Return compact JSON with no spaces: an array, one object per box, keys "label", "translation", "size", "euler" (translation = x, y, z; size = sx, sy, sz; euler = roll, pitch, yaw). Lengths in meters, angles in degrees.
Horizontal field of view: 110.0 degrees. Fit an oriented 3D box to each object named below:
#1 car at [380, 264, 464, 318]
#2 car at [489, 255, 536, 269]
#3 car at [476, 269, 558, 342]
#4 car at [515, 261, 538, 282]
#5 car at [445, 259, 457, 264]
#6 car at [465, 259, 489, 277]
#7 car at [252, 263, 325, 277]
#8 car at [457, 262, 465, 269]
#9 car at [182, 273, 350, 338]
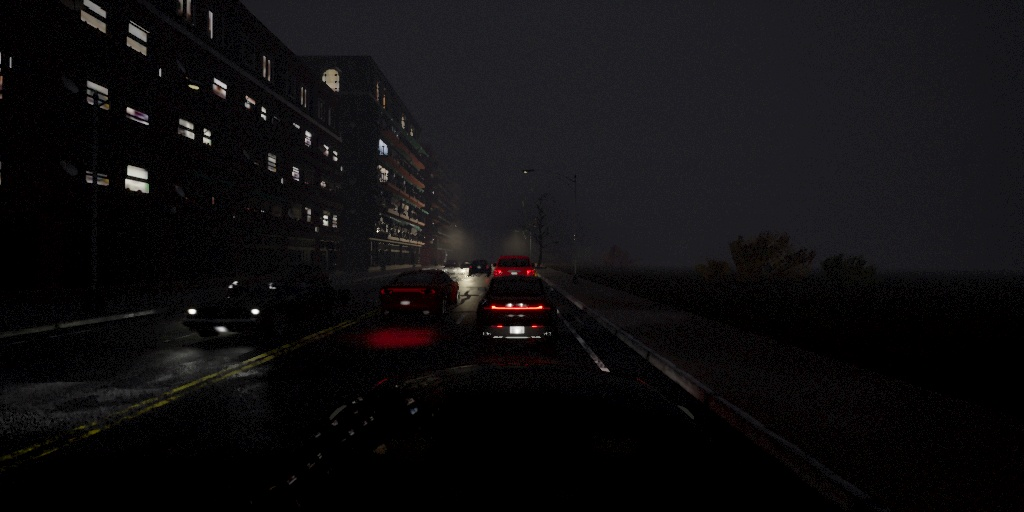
[{"label":"car","translation":[-3.145,1.229,13.045],"size":[1.882,1.535,5.008],"euler":[0,0,0]},{"label":"car","translation":[0.108,0.975,20.064],"size":[2.150,2.045,5.566],"euler":[0,0,0]},{"label":"car","translation":[0.105,1.256,9.717],"size":[1.837,1.490,4.892],"euler":[0,0,0]},{"label":"car","translation":[1.150,1.209,30.472],"size":[1.801,1.575,5.366],"euler":[0,0,0]},{"label":"car","translation":[-9.809,1.278,58.395],"size":[1.812,1.442,4.674],"euler":[0,0,0]},{"label":"car","translation":[-3.136,1.105,36.360],"size":[2.097,1.767,4.553],"euler":[0,0,0]},{"label":"car","translation":[-9.843,1.104,15.555],"size":[2.097,1.767,4.553],"euler":[0,0,0]},{"label":"car","translation":[-6.571,1.317,53.717],"size":[1.994,1.385,4.181],"euler":[0,0,0]},{"label":"car","translation":[-6.595,1.352,10.343],"size":[1.895,1.301,4.718],"euler":[0,0,0]}]
